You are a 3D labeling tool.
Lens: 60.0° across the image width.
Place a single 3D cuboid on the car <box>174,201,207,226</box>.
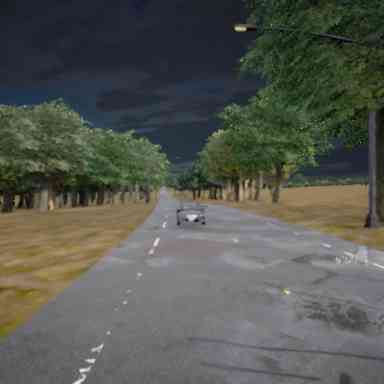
[{"bbox_3d":[-0.132,1.372,22.444,2.128,1.511,4.902,0,0,-3],"label":"car"}]
